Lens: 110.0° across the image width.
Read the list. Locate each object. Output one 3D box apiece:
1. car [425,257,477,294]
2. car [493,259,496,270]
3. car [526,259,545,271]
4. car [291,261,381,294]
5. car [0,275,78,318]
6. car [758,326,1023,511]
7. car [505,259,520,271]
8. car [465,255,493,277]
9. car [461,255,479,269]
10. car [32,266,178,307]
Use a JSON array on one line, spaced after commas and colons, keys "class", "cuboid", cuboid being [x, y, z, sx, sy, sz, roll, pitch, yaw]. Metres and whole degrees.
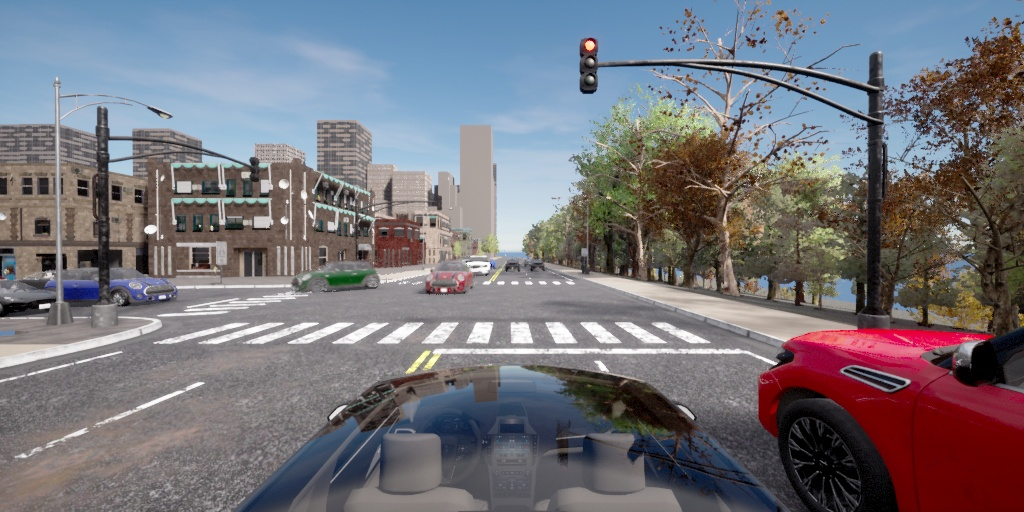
[{"class": "car", "cuboid": [-3.366, 1.097, 19.988, 2.097, 1.767, 4.553, 0, 0, 0]}, {"class": "car", "cuboid": [-3.375, 1.209, 53.683, 1.882, 1.535, 5.008, 0, 0, 0]}, {"class": "car", "cuboid": [3.317, 1.238, 48.242, 1.837, 1.490, 4.892, 0, 0, 0]}, {"class": "car", "cuboid": [-10.192, 1.129, 20.951, 2.097, 1.767, 4.553, -2, 0, 43]}, {"class": "car", "cuboid": [-19.959, 1.565, 13.661, 4.313, 1.339, 1.948, 0, 0, 0]}, {"class": "car", "cuboid": [3.347, 0.972, 0.922, 2.150, 2.045, 5.566, 0, 0, 0]}, {"class": "car", "cuboid": [0.067, 1.238, 47.842, 1.837, 1.490, 4.892, 0, 0, 0]}, {"class": "car", "cuboid": [-3.383, 0.959, 36.468, 2.150, 2.045, 5.566, 0, 0, -1]}, {"class": "car", "cuboid": [-6.623, 0.953, 56.905, 2.150, 2.045, 5.566, 0, 0, 0]}, {"class": "car", "cuboid": [-18.101, 1.303, 16.314, 4.553, 1.767, 2.097, -1, 1, 1]}]
